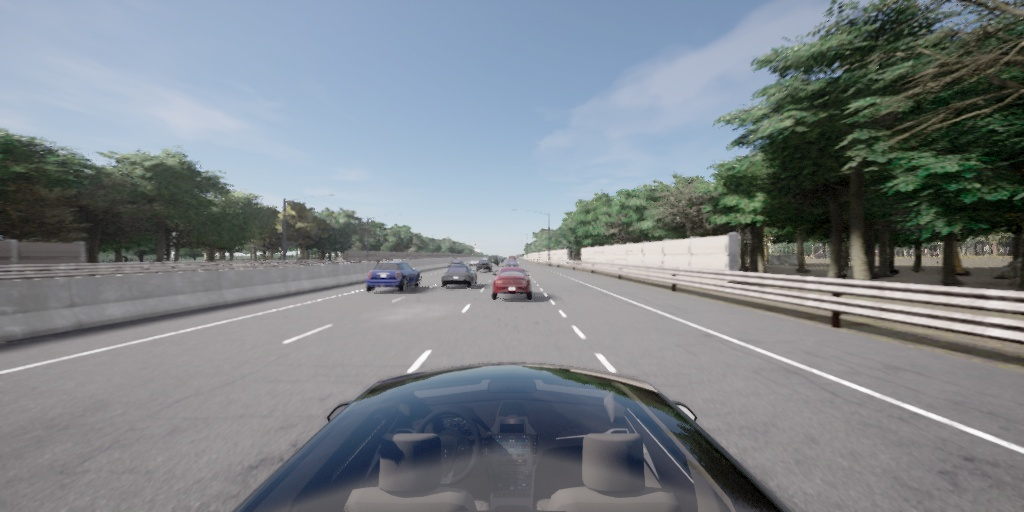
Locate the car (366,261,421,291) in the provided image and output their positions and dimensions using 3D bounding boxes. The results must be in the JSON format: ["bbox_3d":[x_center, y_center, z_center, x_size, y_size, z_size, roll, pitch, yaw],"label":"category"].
[{"bbox_3d":[-7.003,1.102,21.678,2.097,1.767,4.553,0,0,0],"label":"car"}]

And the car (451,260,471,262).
[{"bbox_3d":[-7.003,1.213,46.035,2.128,1.511,4.902,0,0,0],"label":"car"}]

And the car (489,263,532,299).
[{"bbox_3d":[-0.002,1.278,18.143,1.812,1.442,4.674,0,0,0],"label":"car"}]

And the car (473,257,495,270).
[{"bbox_3d":[-3.504,1.228,46.033,1.837,1.490,4.892,0,0,0],"label":"car"}]

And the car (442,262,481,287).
[{"bbox_3d":[-3.501,1.312,24.428,1.994,1.385,4.181,0,0,0],"label":"car"}]

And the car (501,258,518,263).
[{"bbox_3d":[-0.004,1.268,46.025,2.033,1.411,5.357,0,0,0],"label":"car"}]
